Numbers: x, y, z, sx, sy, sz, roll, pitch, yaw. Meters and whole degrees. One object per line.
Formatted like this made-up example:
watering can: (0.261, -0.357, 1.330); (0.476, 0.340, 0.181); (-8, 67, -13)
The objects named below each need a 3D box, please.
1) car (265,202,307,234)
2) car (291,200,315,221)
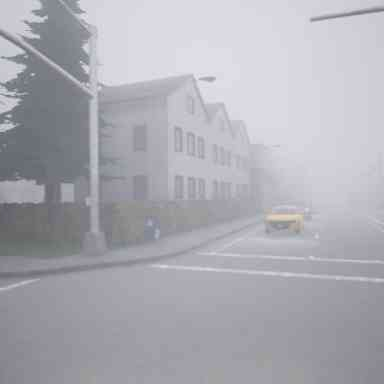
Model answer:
car: (5.706, 1.580, 20.309); (1.882, 1.535, 5.008); (-1, -1, 22)
car: (9.506, 1.552, 29.590); (2.097, 1.767, 4.553); (-1, -1, 22)
